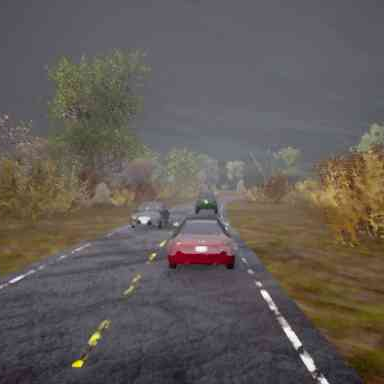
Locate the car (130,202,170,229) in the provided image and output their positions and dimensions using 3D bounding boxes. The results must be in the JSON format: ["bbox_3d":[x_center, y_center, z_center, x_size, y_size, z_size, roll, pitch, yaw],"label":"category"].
[{"bbox_3d":[-2.500,1.370,20.795,2.128,1.511,4.902,0,0,3],"label":"car"}]

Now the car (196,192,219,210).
[{"bbox_3d":[1.564,1.034,33.907,2.150,2.045,5.566,0,1,5],"label":"car"}]

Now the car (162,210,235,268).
[{"bbox_3d":[0.314,1.501,11.040,1.994,1.385,4.181,0,0,2],"label":"car"}]
